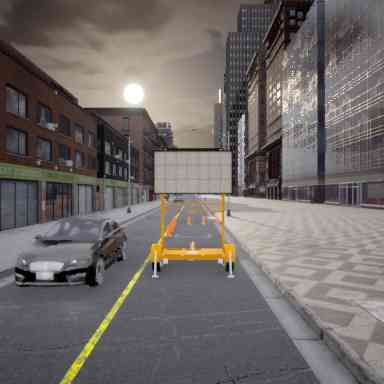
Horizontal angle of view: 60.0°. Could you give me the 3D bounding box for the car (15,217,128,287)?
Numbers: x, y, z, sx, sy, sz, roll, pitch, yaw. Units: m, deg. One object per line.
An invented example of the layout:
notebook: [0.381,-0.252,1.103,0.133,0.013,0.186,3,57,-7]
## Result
car: [-3.071,1.494,9.412,2.128,1.511,4.902,0,0,0]

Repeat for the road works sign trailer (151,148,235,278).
road works sign trailer: [0.031,0.468,10.171,2.380,3.560,2.880,0,0,0]

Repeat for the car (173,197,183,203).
car: [-2.789,1.644,68.157,1.994,1.385,4.181,0,0,0]
